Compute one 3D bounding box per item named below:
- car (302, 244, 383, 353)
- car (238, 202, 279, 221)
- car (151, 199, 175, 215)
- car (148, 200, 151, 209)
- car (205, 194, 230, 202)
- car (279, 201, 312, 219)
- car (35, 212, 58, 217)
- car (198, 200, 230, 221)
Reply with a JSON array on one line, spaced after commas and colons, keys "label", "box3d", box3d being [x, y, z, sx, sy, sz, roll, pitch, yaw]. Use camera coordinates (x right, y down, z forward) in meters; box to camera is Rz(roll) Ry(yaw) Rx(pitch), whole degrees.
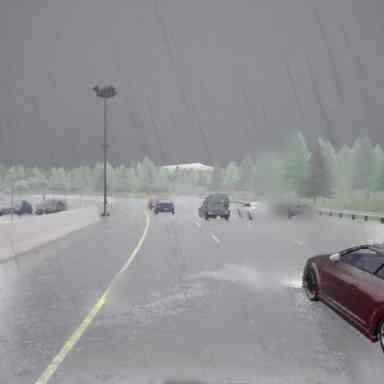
[{"label": "car", "box3d": [3.452, 1.564, 5.650, 1.994, 1.385, 4.181, 0, 0, -2]}, {"label": "car", "box3d": [5.197, 1.525, 27.533, 1.812, 1.442, 4.674, 0, 0, -7]}, {"label": "car", "box3d": [-2.954, 1.478, 34.673, 1.882, 1.535, 5.008, 0, 0, -10]}, {"label": "car", "box3d": [-4.745, 1.601, 43.907, 1.895, 1.301, 4.718, 0, 0, -13]}, {"label": "car", "box3d": [2.987, 1.224, 41.038, 2.150, 2.045, 5.566, 0, 0, -11]}, {"label": "car", "box3d": [8.542, 1.492, 28.869, 2.128, 1.511, 4.902, 0, 0, -8]}, {"label": "car", "box3d": [-13.100, 1.507, 30.968, 1.837, 1.490, 4.892, 0, -1, -9]}, {"label": "car", "box3d": [1.706, 1.601, 27.385, 1.895, 1.301, 4.718, 0, 0, -8]}]
